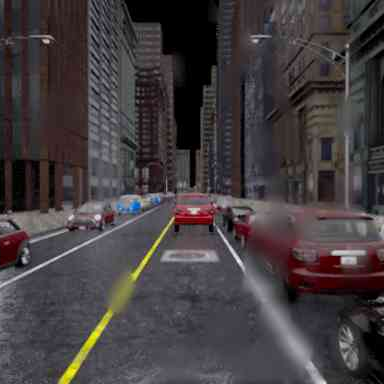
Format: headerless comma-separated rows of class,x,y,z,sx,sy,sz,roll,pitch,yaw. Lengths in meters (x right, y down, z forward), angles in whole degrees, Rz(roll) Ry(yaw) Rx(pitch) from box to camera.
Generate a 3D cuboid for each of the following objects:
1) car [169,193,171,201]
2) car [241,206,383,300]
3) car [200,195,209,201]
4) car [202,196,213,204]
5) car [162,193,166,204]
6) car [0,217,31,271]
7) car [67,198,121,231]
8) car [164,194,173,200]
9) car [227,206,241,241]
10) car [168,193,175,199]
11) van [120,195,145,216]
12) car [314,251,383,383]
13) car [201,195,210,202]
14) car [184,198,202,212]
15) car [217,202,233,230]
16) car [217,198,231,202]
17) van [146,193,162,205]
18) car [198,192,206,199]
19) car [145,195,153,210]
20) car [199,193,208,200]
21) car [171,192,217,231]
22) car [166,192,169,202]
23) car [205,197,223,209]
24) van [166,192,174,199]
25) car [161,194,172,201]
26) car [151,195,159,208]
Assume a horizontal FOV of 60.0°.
car,-5.757,1.291,64.595,1.947,1.339,4.313,0,0,0
car,2.761,1.278,8.236,2.192,1.841,5.009,0,0,0
car,2.770,1.263,75.873,1.802,1.307,4.206,0,0,0
car,2.768,1.330,58.963,1.802,1.307,4.206,0,0,0
car,-5.759,1.210,53.321,1.967,1.590,4.097,0,0,0
car,-5.764,1.403,8.229,1.967,1.590,4.097,0,0,0
car,-5.763,1.353,19.502,1.967,1.590,4.097,0,0,0
car,-5.755,1.242,81.505,1.802,1.307,4.206,0,0,0
car,2.762,1.483,13.874,1.887,1.381,4.507,0,0,0
car,-5.754,1.148,92.608,1.752,1.417,4.829,0,0,0
van,-5.761,1.204,30.775,1.690,1.788,3.998,0,0,0
car,2.761,1.554,2.601,1.947,1.339,4.313,0,0,0
car,2.769,1.285,70.236,1.802,1.307,4.206,0,0,0
car,0.105,1.433,37.860,1.895,1.301,4.718,0,0,0
car,2.763,1.479,19.510,1.947,1.339,4.313,0,0,0
car,2.764,1.303,30.781,1.967,1.590,4.097,0,0,0
van,-5.760,1.133,47.684,1.690,1.788,3.998,0,0,0
car,2.770,0.937,92.779,2.192,1.841,5.009,0,0,0
car,-5.760,1.365,36.242,1.752,1.417,4.829,0,0,0
car,2.770,1.101,81.508,1.967,1.590,4.097,0,0,0
car,0.103,1.132,19.905,2.150,2.045,5.566,0,0,0
car,-5.758,1.062,58.957,2.192,1.841,5.009,0,0,0
car,2.765,1.381,42.054,1.947,1.339,4.313,0,0,0
van,-5.755,0.982,87.141,1.690,1.788,3.998,0,0,0
car,-5.756,1.232,75.868,2.008,1.369,4.403,0,0,0
car,-5.760,1.366,42.048,2.008,1.369,4.403,0,0,0
